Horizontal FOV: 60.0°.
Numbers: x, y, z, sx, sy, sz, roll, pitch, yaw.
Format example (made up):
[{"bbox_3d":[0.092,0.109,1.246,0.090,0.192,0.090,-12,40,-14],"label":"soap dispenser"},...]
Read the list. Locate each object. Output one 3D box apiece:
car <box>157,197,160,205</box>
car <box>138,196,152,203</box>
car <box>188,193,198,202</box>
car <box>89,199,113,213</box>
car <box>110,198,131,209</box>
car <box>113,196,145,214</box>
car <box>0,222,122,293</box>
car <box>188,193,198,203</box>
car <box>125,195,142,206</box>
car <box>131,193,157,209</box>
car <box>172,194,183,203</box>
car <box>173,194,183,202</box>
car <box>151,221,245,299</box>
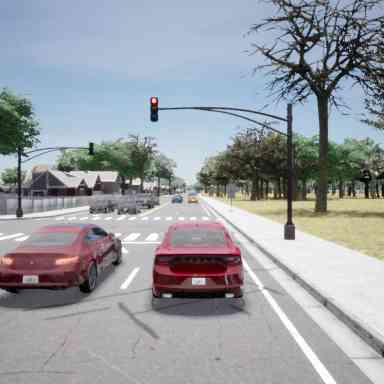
[{"bbox_3d":[-6.471,1.487,56.059,1.837,1.490,4.892,0,0,0],"label":"car"},{"bbox_3d":[-9.607,1.520,68.581,2.033,1.411,5.357,0,0,0],"label":"car"},{"bbox_3d":[0.160,1.191,76.359,2.150,2.045,5.566,0,0,0],"label":"car"},{"bbox_3d":[-9.769,1.499,36.402,1.837,1.490,4.892,0,0,0],"label":"car"},{"bbox_3d":[-9.750,1.516,45.535,1.812,1.442,4.674,0,0,0],"label":"car"},{"bbox_3d":[-6.524,1.499,34.892,1.837,1.490,4.892,0,0,0],"label":"car"},{"bbox_3d":[-3.132,1.525,8.741,1.812,1.442,4.674,0,0,0],"label":"car"},{"bbox_3d":[0.236,1.452,65.959,1.882,1.535,5.008,0,0,0],"label":"car"},{"bbox_3d":[-9.724,1.335,55.421,2.097,1.767,4.553,0,0,0],"label":"car"},{"bbox_3d":[-6.500,1.212,45.635,2.150,2.045,5.566,0,0,0],"label":"car"},{"bbox_3d":[-3.009,1.500,66.366,1.812,1.442,4.674,0,0,0],"label":"car"},{"bbox_3d":[-3.090,1.321,76.330,2.097,1.767,4.553,0,0,0],"label":"car"},{"bbox_3d":[0.115,1.477,8.531,1.882,1.535,5.008,0,0,0],"label":"car"}]
